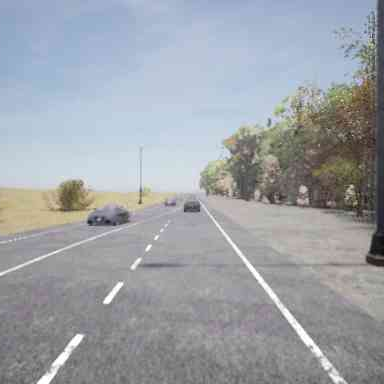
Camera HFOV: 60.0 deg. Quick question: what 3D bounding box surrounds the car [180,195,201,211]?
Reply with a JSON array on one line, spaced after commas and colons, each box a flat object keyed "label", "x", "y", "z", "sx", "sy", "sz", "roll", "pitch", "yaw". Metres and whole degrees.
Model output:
[{"label": "car", "x": 0.001, "y": 1.485, "z": 40.409, "sx": 2.128, "sy": 1.511, "sz": 4.902, "roll": 0, "pitch": 0, "yaw": 0}]

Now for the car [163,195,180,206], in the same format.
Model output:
[{"label": "car", "x": -3.501, "y": 1.498, "z": 53.804, "sx": 2.128, "sy": 1.511, "sz": 4.902, "roll": 0, "pitch": 0, "yaw": 0}]

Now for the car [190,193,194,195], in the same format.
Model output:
[{"label": "car", "x": 0.003, "y": 1.513, "z": 85.162, "sx": 1.994, "sy": 1.385, "sz": 4.181, "roll": 0, "pitch": 0, "yaw": 0}]

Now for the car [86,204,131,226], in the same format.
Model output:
[{"label": "car", "x": -5.743, "y": 1.563, "z": 23.283, "sx": 1.994, "sy": 1.385, "sz": 4.181, "roll": 0, "pitch": 0, "yaw": 6}]
